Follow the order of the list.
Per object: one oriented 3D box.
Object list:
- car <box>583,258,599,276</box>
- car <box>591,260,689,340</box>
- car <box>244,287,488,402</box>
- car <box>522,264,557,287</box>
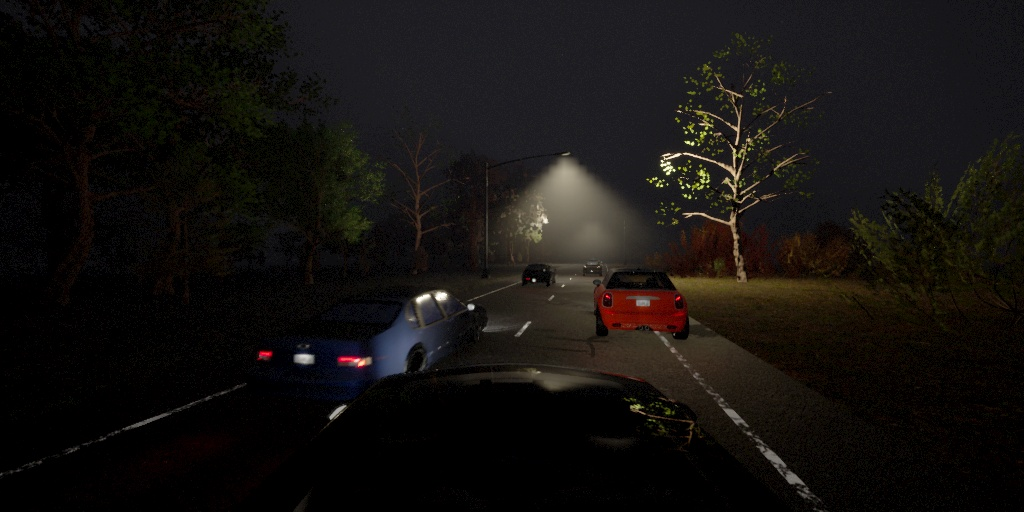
[{"bbox_3d":[8.249,1.247,36.568,2.128,1.511,4.902,0,0,14],"label":"car"},{"bbox_3d":[3.457,1.103,10.325,2.097,1.767,4.553,0,0,12],"label":"car"},{"bbox_3d":[-1.997,1.298,6.799,2.033,1.411,5.357,0,0,12],"label":"car"},{"bbox_3d":[1.935,1.259,24.808,1.837,1.490,4.892,0,0,13],"label":"car"}]
